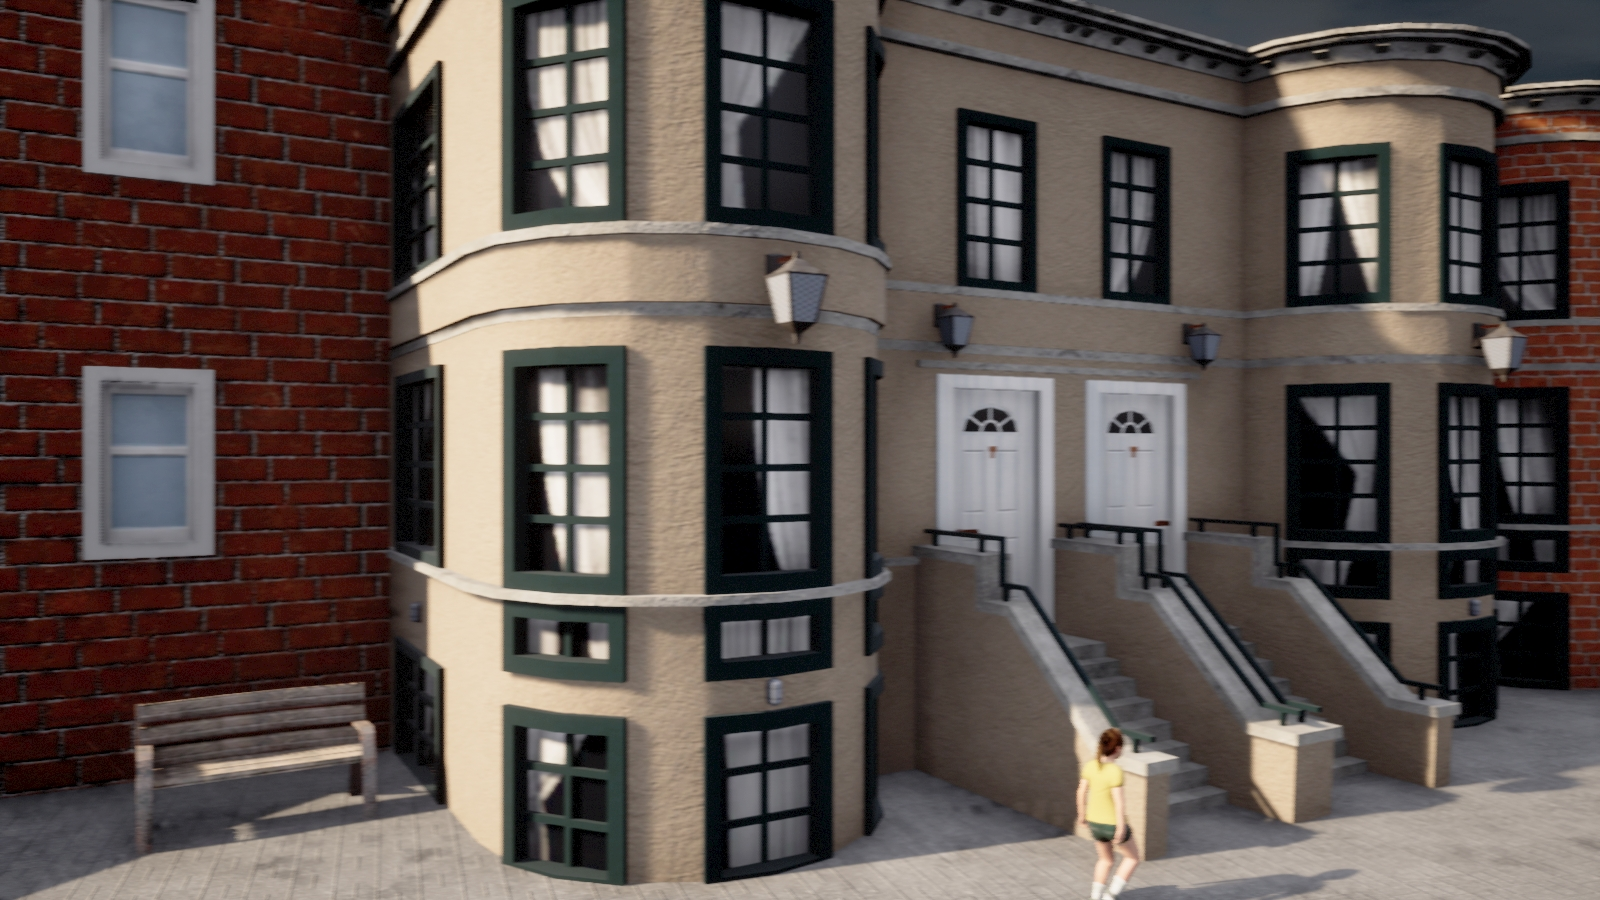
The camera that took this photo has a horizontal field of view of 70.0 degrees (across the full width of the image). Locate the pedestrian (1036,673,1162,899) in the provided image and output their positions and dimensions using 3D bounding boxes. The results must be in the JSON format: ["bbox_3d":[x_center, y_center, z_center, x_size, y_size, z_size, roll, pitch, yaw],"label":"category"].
[{"bbox_3d":[1.727,1.908,6.611,0.500,1.100,0.500,0,0,-36],"label":"pedestrian"}]
